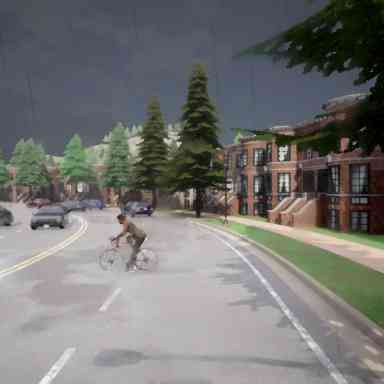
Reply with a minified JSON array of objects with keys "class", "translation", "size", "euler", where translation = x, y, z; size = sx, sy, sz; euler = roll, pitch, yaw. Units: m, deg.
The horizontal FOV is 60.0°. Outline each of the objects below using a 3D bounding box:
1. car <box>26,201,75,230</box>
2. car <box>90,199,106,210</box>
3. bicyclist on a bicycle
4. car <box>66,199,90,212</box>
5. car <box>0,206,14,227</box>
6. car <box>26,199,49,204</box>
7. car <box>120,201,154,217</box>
[{"class":"car","translation":[-8.934,1.547,21.299],"size":[2.033,1.411,5.357],"euler":[0,0,-16]},{"class":"car","translation":[-13.021,1.547,42.725],"size":[2.033,1.411,5.357],"euler":[0,0,-42]},{"class":"bicyclist on a bicycle","translation":[-1.785,1.453,9.305],"size":[1.656,1.620,0.582],"euler":[-2,0,0]},{"class":"car","translation":[-13.801,1.564,38.150],"size":[1.994,1.385,4.181],"euler":[0,0,-38]},{"class":"car","translation":[-12.175,1.547,19.936],"size":[2.033,1.411,5.357],"euler":[0,0,-16]},{"class":"car","translation":[-20.748,1.601,45.333],"size":[4.718,1.301,1.895],"euler":[0,0,39]},{"class":"car","translation":[-5.227,1.548,31.335],"size":[2.033,1.411,5.357],"euler":[0,0,-27]}]
